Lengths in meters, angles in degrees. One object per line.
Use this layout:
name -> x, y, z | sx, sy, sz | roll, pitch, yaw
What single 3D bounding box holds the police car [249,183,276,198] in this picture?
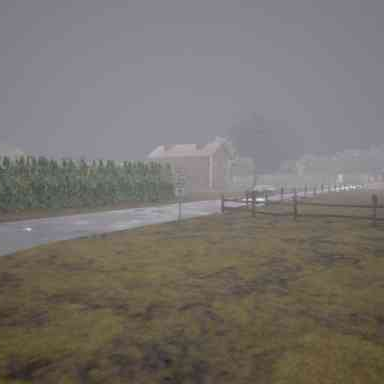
police car -> 8.702, -0.246, 41.014 | 1.930, 1.638, 5.238 | 3, 4, 35
